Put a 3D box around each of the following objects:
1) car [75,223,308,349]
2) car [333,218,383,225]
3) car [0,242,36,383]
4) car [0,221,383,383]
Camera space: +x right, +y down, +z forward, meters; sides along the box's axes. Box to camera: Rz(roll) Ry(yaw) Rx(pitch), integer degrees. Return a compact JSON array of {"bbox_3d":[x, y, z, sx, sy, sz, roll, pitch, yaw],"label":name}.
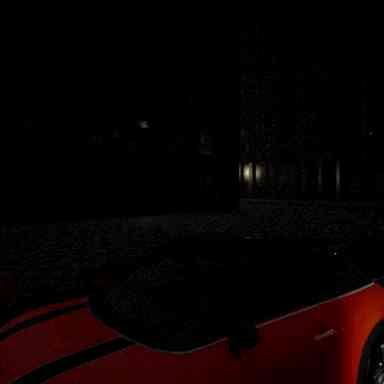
[{"bbox_3d":[0.180,1.534,6.792,4.507,1.381,1.887,0,0,-35],"label":"car"},{"bbox_3d":[4.679,1.520,10.000,4.507,1.381,1.887,0,0,-35],"label":"car"},{"bbox_3d":[-4.318,1.549,3.584,4.507,1.381,1.887,0,0,-35],"label":"car"},{"bbox_3d":[0.163,1.347,3.474,4.553,1.767,2.097,0,0,-35],"label":"car"}]
